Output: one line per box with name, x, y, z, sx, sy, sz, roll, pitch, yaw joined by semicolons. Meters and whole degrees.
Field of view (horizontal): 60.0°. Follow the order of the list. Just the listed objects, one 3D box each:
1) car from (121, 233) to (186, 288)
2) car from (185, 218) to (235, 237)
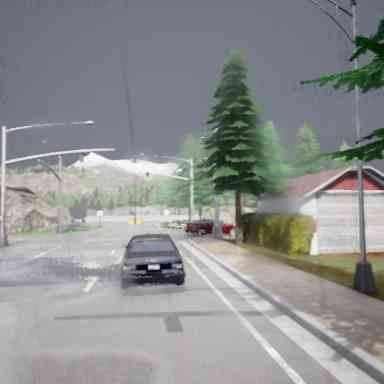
car;-1.345;2.074;10.989;2.033;1.411;5.357;0;-2;-8
car;1.917;3.111;29.525;5.008;1.535;1.882;2;-5;-17
